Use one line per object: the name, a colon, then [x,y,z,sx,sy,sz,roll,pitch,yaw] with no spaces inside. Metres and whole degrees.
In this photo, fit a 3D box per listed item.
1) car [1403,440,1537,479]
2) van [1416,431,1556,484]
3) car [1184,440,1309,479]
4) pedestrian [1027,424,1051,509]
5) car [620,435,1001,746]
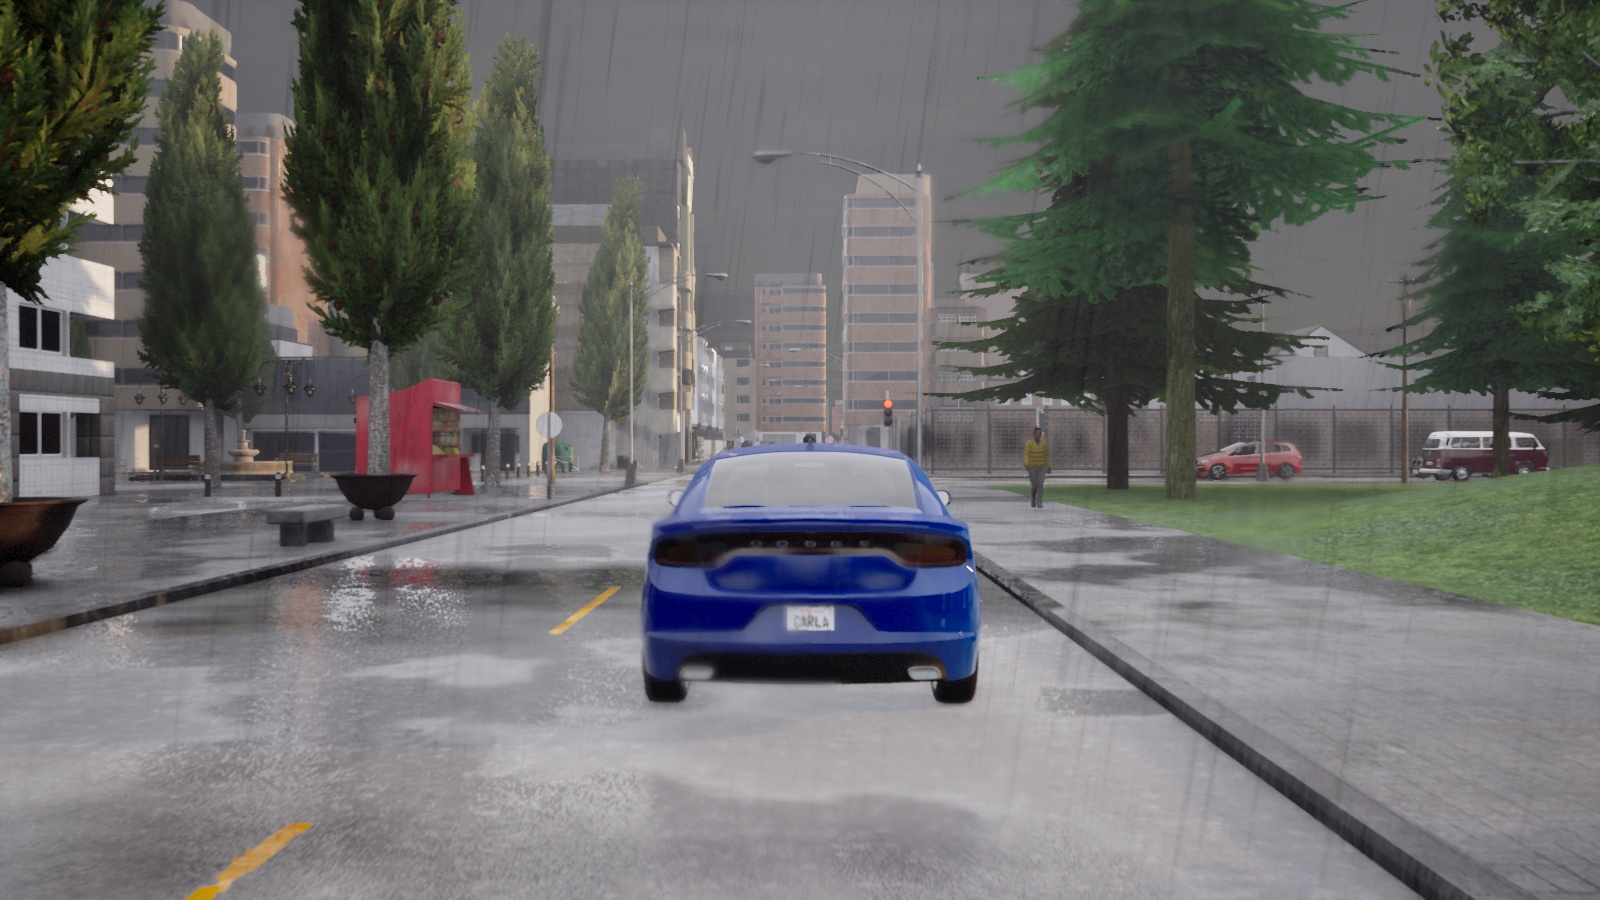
car: [28.937,0.398,54.365,4.611,1.667,2.242,0,0,0]
van: [27.458,0.295,50.371,4.480,2.038,2.069,0,0,0]
car: [19.292,0.390,54.412,4.611,1.667,2.242,0,0,1]
pedestrian: [5.206,0.351,27.395,0.431,1.840,0.709,0,0,5]
car: [0.069,0.690,8.708,1.882,1.535,5.008,0,0,0]
